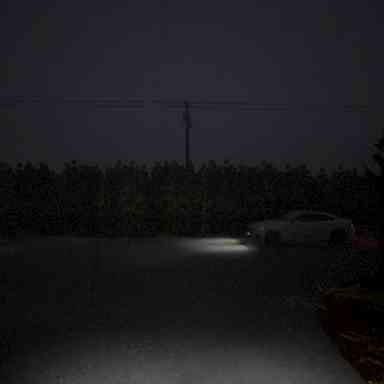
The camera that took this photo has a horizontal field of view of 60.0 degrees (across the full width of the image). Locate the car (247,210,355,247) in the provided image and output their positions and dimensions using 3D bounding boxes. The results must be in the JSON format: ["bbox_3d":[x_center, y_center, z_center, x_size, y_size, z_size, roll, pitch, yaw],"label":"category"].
[{"bbox_3d":[4.780,1.535,14.726,4.674,1.442,1.812,0,0,-6],"label":"car"}]
